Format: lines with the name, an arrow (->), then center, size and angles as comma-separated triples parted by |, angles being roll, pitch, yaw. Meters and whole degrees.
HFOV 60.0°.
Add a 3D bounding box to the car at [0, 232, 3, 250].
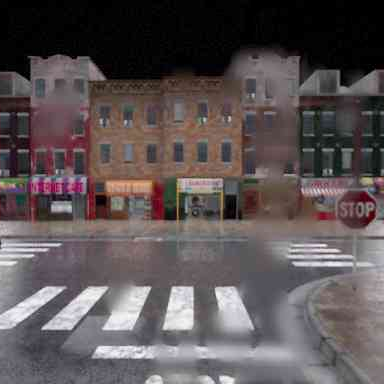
car -> -9.084, 1.501, 11.192 | 5.008, 1.535, 1.882 | 0, 0, 0
